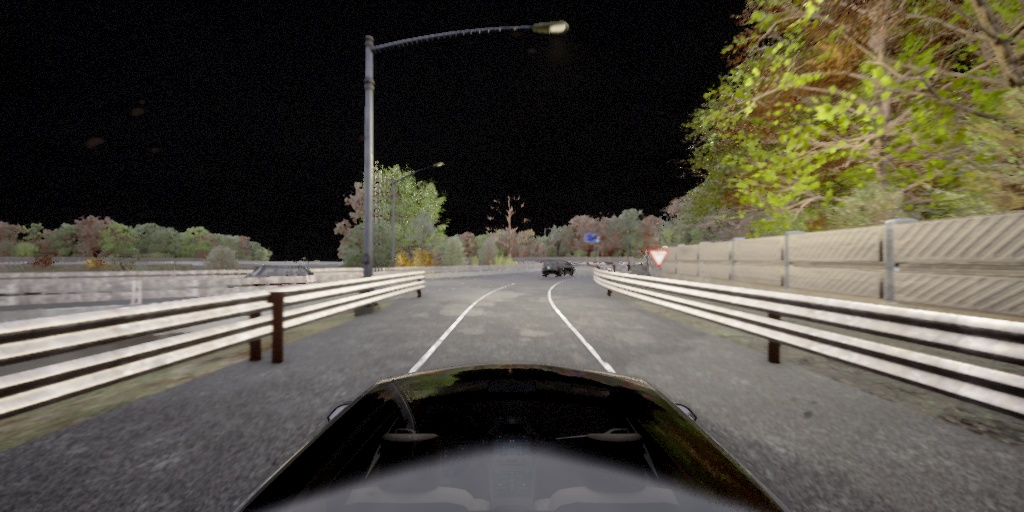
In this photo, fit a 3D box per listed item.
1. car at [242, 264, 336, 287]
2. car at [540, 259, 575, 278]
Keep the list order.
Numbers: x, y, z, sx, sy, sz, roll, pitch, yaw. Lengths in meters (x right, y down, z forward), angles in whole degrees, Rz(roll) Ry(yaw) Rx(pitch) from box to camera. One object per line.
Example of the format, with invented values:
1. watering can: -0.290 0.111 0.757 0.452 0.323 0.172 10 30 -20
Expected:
1. car: -11.746 1.290 19.391 2.097 1.767 4.553 -1 -1 45
2. car: 5.379 1.425 41.392 2.150 2.045 5.566 0 -1 31
